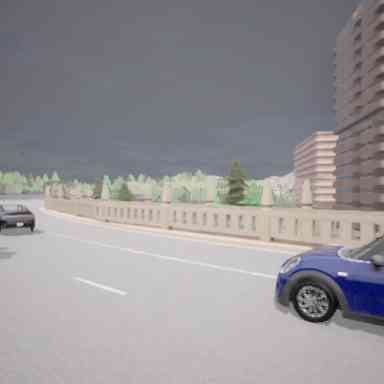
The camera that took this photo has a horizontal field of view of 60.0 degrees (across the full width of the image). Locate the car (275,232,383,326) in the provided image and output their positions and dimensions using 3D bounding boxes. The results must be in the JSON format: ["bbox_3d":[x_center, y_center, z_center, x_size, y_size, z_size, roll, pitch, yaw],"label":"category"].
[{"bbox_3d":[3.811,1.380,5.717,4.553,1.767,2.097,0,0,36],"label":"car"}]

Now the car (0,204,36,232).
[{"bbox_3d":[-10.365,1.429,18.773,2.128,1.511,4.902,0,0,-41],"label":"car"}]

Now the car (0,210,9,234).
[{"bbox_3d":[-8.425,1.441,11.581,4.902,1.511,2.128,0,0,45],"label":"car"}]
